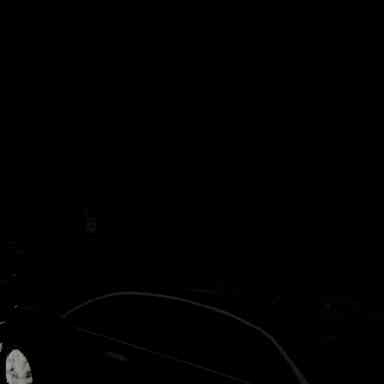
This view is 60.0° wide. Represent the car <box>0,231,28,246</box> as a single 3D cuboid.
[{"bbox_3d":[-4.548,1.497,6.484,4.892,1.521,2.231,0,0,35],"label":"car"}]

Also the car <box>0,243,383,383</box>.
[{"bbox_3d":[-0.049,1.483,3.286,4.892,1.521,2.231,0,0,35],"label":"car"}]
